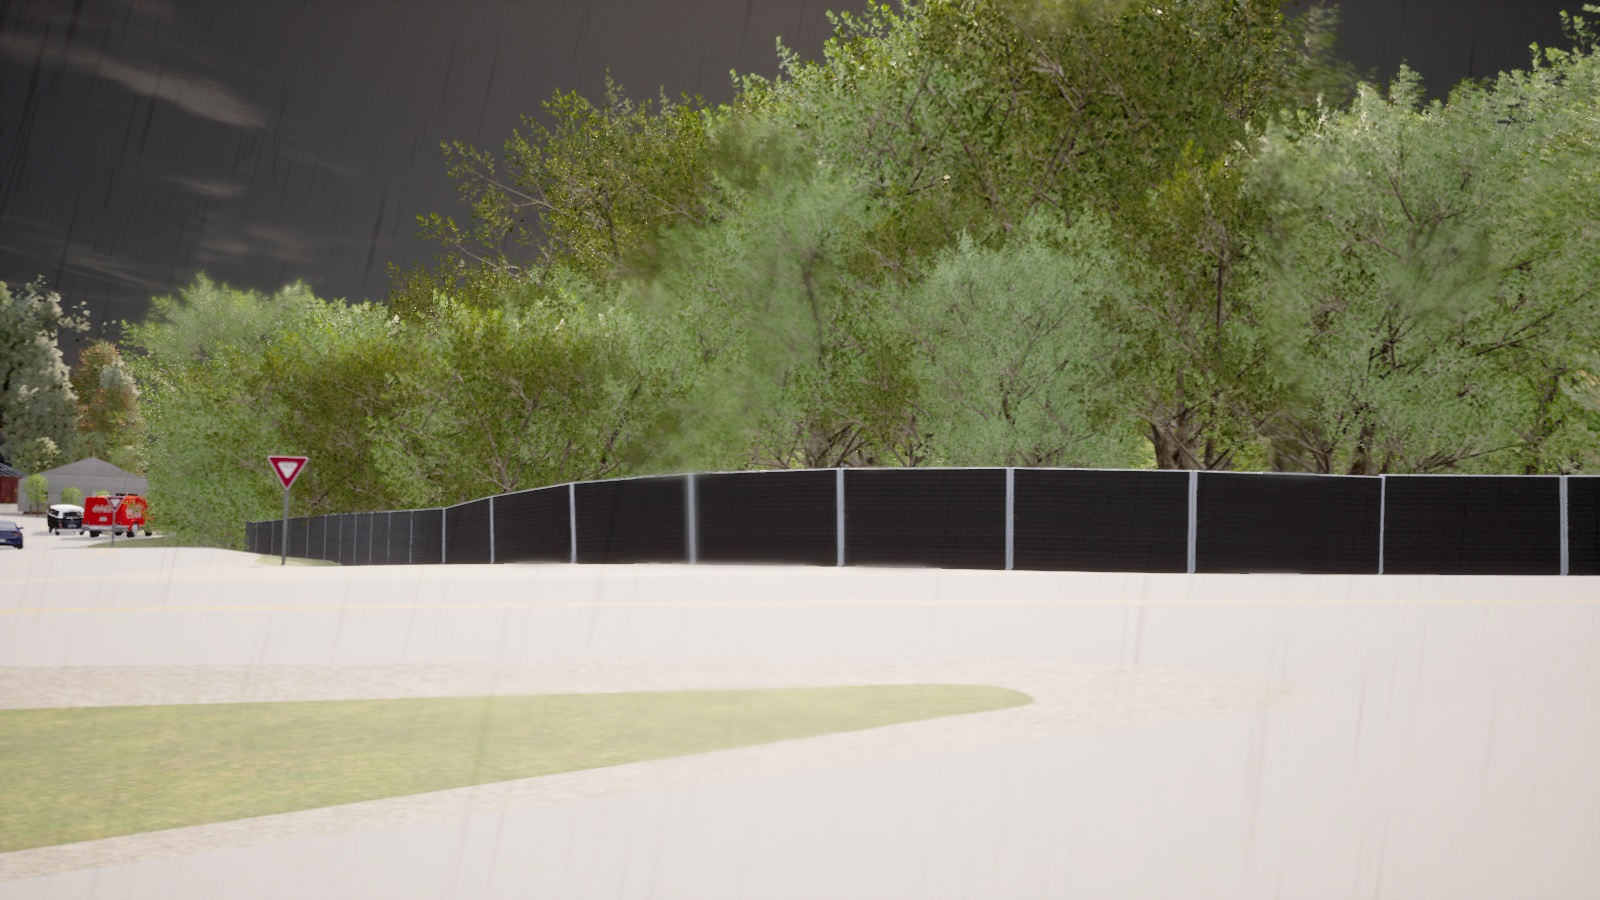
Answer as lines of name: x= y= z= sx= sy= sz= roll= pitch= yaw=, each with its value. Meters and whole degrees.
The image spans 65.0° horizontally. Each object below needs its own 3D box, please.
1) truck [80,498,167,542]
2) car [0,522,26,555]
truck: x=-40.924 y=4.187 z=76.108 sx=2.627 sy=2.467 sz=5.204 roll=1 pitch=-2 yaw=-4
car: x=-40.027 y=4.417 z=62.960 sx=1.812 sy=1.442 sz=4.674 roll=3 pitch=-2 yaw=-34
